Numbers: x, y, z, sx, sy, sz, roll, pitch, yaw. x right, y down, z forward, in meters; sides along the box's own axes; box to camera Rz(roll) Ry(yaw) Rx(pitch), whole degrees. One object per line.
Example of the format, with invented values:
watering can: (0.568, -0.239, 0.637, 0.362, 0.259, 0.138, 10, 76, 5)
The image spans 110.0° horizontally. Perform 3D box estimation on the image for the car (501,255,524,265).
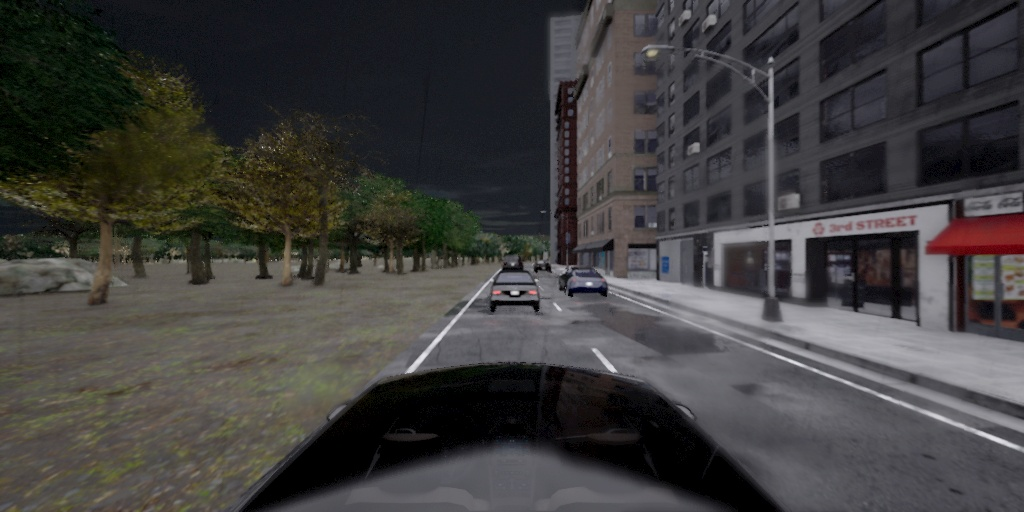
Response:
car: (0.087, 0.929, 37.145, 2.150, 2.045, 5.566, 0, 0, 0)

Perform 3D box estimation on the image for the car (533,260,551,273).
car: (3.597, 1.224, 43.097, 1.882, 1.535, 5.008, 0, 0, 0)

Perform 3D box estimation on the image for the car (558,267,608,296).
car: (3.594, 1.259, 18.708, 1.994, 1.385, 4.181, 0, 0, 0)

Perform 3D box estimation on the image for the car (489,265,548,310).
car: (0.094, 1.257, 14.315, 2.033, 1.411, 5.357, 0, 0, 0)
